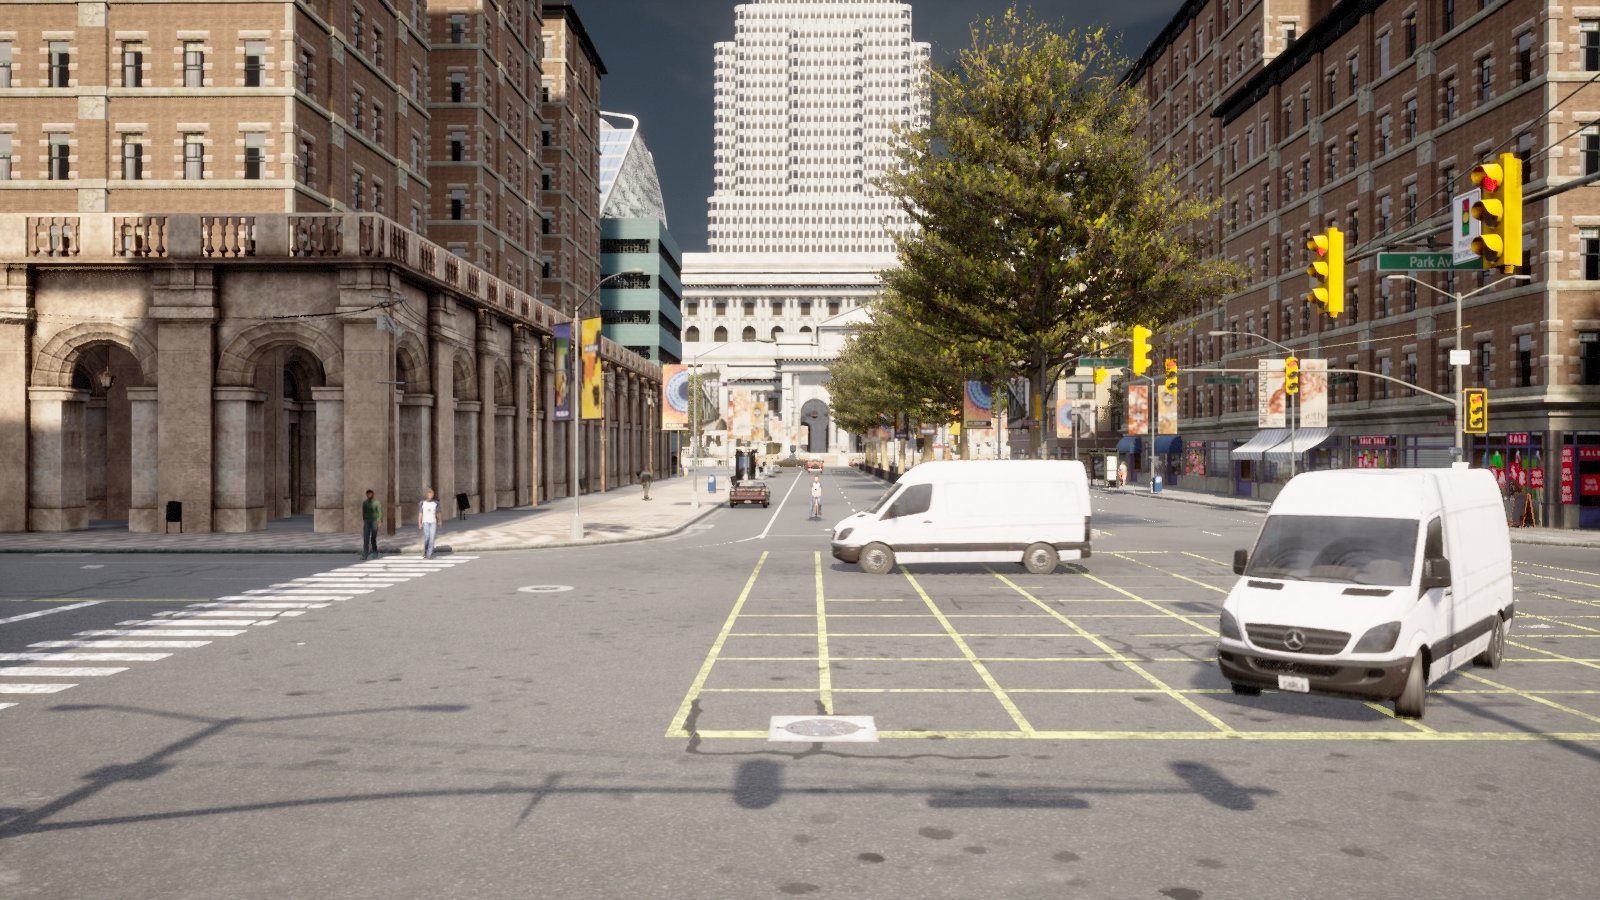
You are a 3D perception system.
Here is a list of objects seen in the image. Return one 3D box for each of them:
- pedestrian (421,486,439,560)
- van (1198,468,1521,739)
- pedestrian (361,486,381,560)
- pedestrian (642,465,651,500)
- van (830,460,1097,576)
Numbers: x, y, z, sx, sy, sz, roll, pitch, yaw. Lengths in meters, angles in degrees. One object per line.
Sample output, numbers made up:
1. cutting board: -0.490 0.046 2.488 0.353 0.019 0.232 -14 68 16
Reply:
1. pedestrian: -9.443 1.849 29.163 0.375 1.860 0.375 0 0 -26
2. van: 7.051 1.534 13.958 1.988 2.561 5.915 -1 0 42
3. pedestrian: -10.920 1.848 29.102 0.375 1.860 0.375 0 0 1
4. pedestrian: -8.024 1.696 59.669 0.375 1.860 0.375 0 0 2
5. van: 3.670 1.533 26.517 5.915 2.561 1.988 0 0 0
